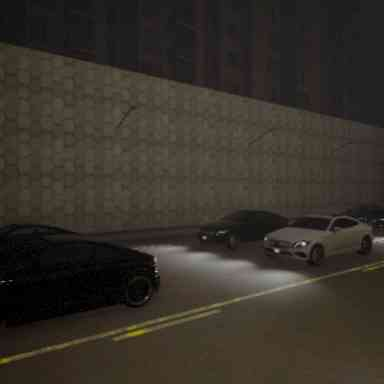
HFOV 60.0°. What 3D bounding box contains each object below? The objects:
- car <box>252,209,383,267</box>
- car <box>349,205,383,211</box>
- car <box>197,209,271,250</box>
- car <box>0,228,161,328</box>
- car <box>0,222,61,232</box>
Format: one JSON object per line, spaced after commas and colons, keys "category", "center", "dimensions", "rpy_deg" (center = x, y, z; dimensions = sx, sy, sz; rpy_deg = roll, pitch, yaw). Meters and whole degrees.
{"category": "car", "center": [4.471, 1.485, 11.456], "dimensions": [4.674, 1.442, 1.812], "rpy_deg": [0, 0, -35]}
{"category": "car", "center": [10.461, 1.483, 20.008], "dimensions": [4.181, 1.385, 1.994], "rpy_deg": [0, 0, -35]}
{"category": "car", "center": [2.390, 1.485, 14.273], "dimensions": [4.674, 1.442, 1.812], "rpy_deg": [0, 0, -35]}
{"category": "car", "center": [-2.693, 1.558, 6.360], "dimensions": [4.181, 1.385, 1.994], "rpy_deg": [0, 0, -35]}
{"category": "car", "center": [-4.771, 1.559, 9.178], "dimensions": [4.181, 1.385, 1.994], "rpy_deg": [0, 0, -35]}
